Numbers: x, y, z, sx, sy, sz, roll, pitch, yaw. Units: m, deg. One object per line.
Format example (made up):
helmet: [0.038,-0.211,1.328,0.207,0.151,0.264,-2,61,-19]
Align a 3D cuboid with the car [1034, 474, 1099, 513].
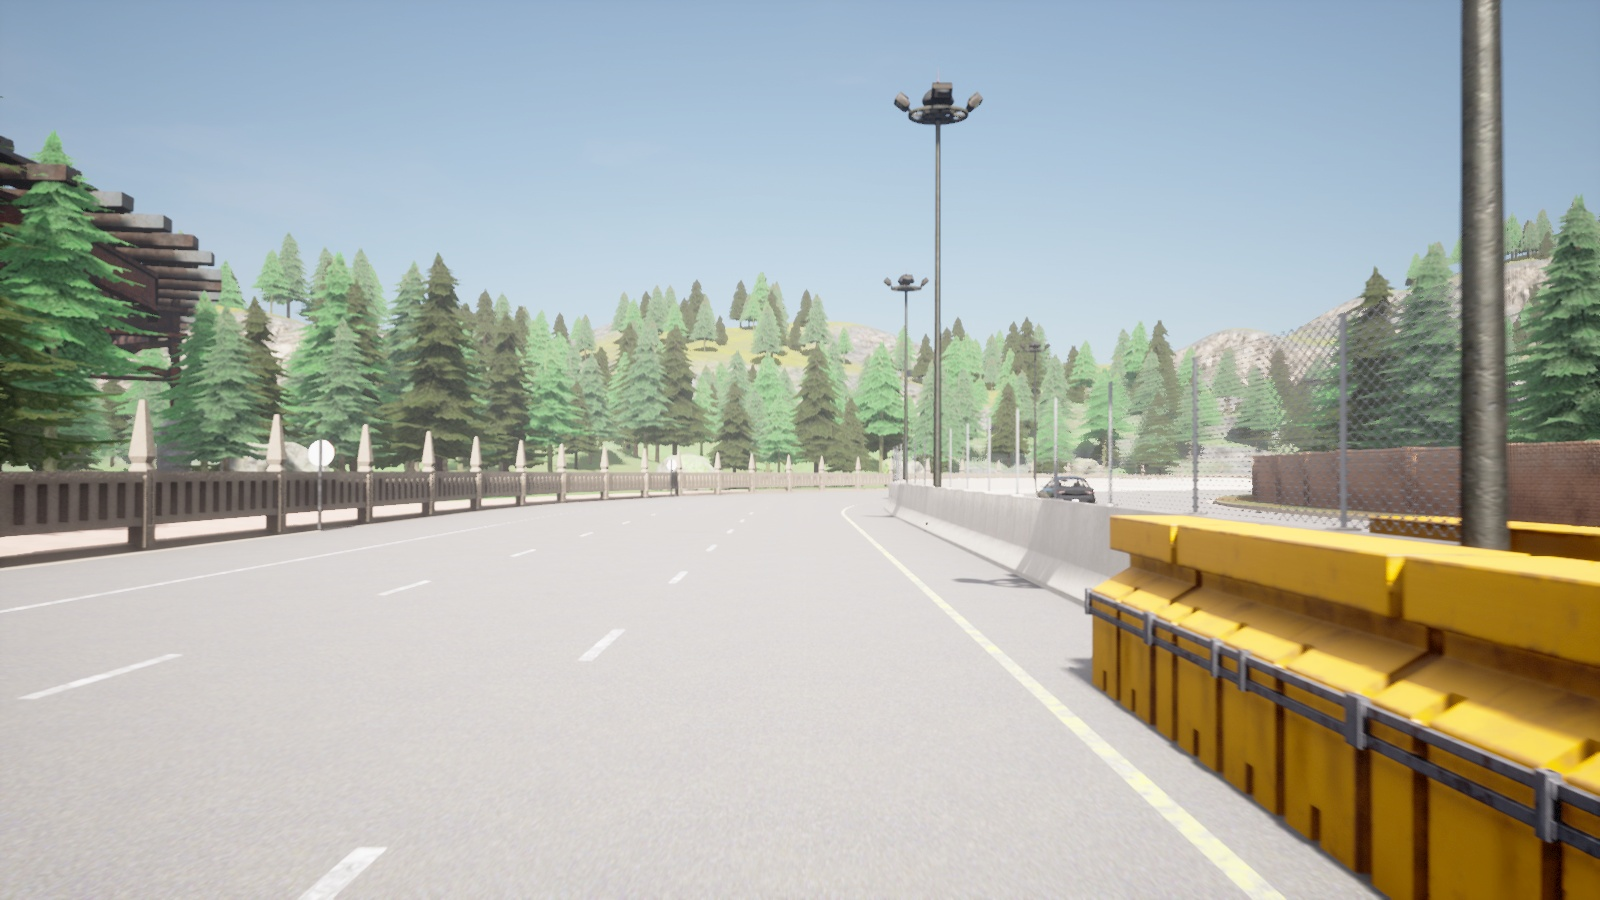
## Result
car: [10.485,1.702,49.737,1.816,1.474,4.193,0,-1,2]
